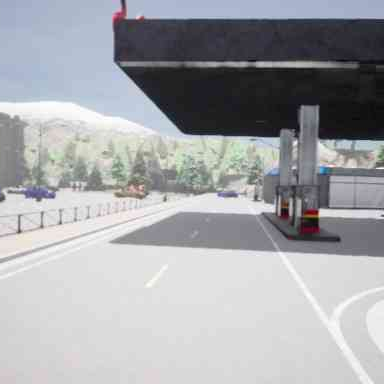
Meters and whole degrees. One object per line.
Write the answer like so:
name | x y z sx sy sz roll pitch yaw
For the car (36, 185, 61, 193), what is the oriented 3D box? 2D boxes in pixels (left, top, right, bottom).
car | -32.764 -0.687 76.082 4.892 1.490 1.837 2 1 7

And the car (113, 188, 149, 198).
car | -9.745 0.171 52.391 5.027 1.636 2.152 2 1 7

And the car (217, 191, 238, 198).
car | 7.262 0.488 68.429 5.008 1.535 1.882 0 1 -41

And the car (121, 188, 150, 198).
car | -9.399 0.134 55.509 4.514 1.523 2.007 2 1 7

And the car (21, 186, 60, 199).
car | -18.858 0.107 41.613 3.633 1.501 1.845 2 1 7

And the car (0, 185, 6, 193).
car | -35.215 -0.575 58.794 3.633 1.501 1.845 2 1 7

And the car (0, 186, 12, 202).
car | -20.168 0.225 31.707 4.514 1.523 2.007 2 1 7

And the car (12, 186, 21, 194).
car | -28.236 -0.311 54.900 3.806 1.475 1.970 2 1 7
